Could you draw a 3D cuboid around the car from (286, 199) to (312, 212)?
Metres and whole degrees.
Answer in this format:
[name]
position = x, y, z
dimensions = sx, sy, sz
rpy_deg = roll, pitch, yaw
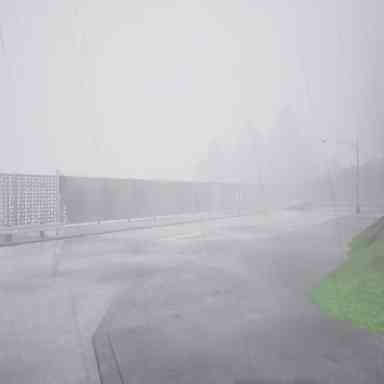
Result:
[car]
position = 12.356, 1.525, 38.312
dimensions = 1.812, 1.442, 4.674
rpy_deg = 0, 0, 36
